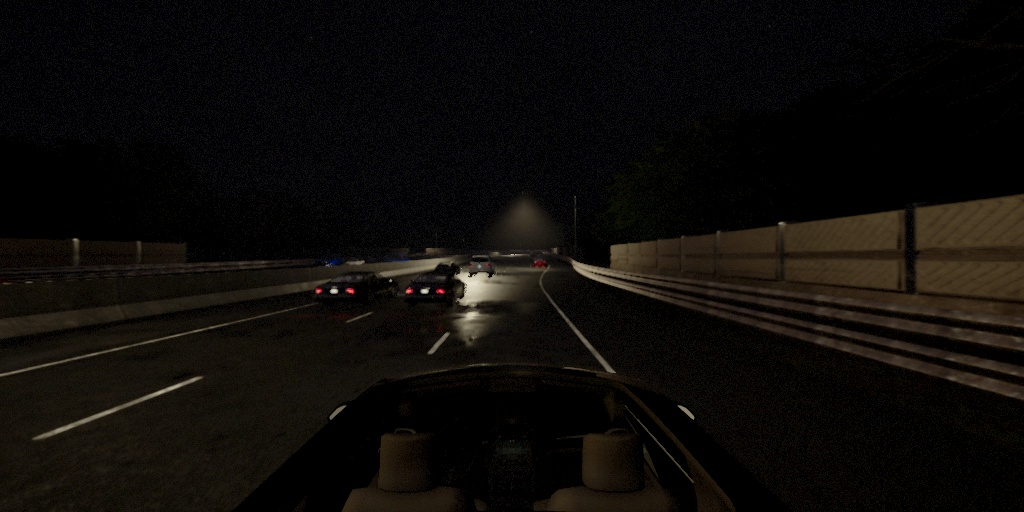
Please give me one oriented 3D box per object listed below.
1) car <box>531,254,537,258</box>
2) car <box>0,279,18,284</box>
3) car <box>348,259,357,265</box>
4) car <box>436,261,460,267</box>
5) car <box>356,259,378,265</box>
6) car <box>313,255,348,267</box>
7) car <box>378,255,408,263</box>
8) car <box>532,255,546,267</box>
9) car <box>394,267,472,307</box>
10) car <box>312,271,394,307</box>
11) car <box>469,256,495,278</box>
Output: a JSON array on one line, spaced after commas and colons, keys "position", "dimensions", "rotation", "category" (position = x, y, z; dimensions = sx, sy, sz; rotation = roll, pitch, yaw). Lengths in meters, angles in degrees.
[{"position": [4.929, 0.892, 63.390], "dimensions": [2.128, 1.511, 4.902], "rotation": [0, 1, 3], "category": "car"}, {"position": [-17.553, 1.306, 10.580], "dimensions": [1.882, 1.535, 5.008], "rotation": [0, 0, 0], "category": "car"}, {"position": [-23.417, 1.110, 53.638], "dimensions": [1.812, 1.442, 4.674], "rotation": [0, 1, 3], "category": "car"}, {"position": [-6.377, 1.257, 35.844], "dimensions": [2.128, 1.511, 4.902], "rotation": [0, 0, 2], "category": "car"}, {"position": [-20.012, 1.173, 51.460], "dimensions": [1.994, 1.385, 4.181], "rotation": [0, 1, 3], "category": "car"}, {"position": [-26.289, 0.837, 51.527], "dimensions": [2.150, 2.045, 5.566], "rotation": [0, 1, -1], "category": "car"}, {"position": [-16.522, 0.831, 51.238], "dimensions": [2.150, 2.045, 5.566], "rotation": [0, 1, 3], "category": "car"}, {"position": [4.534, 1.054, 58.044], "dimensions": [1.994, 1.385, 4.181], "rotation": [0, 1, 5], "category": "car"}, {"position": [-3.299, 1.405, 16.187], "dimensions": [2.033, 1.411, 5.357], "rotation": [0, 0, 1], "category": "car"}, {"position": [-6.798, 1.404, 16.268], "dimensions": [2.033, 1.411, 5.357], "rotation": [0, 0, 1], "category": "car"}, {"position": [-2.894, 0.990, 35.337], "dimensions": [2.150, 2.045, 5.566], "rotation": [0, 0, 2], "category": "car"}]
